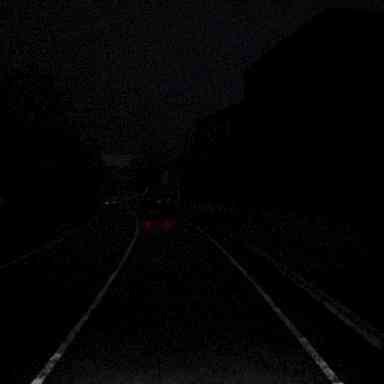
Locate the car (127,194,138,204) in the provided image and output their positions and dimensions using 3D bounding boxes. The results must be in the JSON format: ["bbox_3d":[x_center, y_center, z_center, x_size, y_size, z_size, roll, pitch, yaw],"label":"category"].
[{"bbox_3d":[-10.558,1.125,58.897,1.801,1.575,5.366,-2,0,-14],"label":"car"}]

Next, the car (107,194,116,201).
[{"bbox_3d":[-18.627,1.172,76.420,1.882,1.535,5.008,-2,0,-14],"label":"car"}]

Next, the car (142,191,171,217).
[{"bbox_3d":[-3.186,0.904,29.435,2.150,2.045,5.566,-1,0,-11],"label":"car"}]
